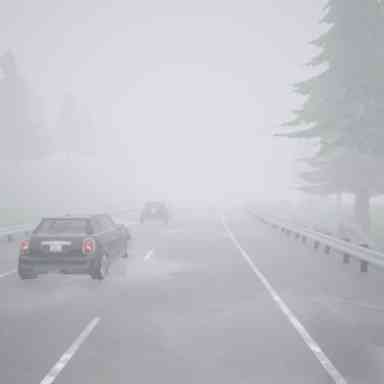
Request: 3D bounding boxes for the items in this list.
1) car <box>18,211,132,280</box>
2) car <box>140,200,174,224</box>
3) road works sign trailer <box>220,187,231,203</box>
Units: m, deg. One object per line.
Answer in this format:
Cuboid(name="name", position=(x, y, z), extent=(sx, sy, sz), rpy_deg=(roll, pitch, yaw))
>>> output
Cuboid(name="car", position=(-3.252, 1.383, 10.177), extent=(2.097, 1.767, 4.553), rpy_deg=(0, 0, 1))
Cuboid(name="car", position=(-2.638, 1.436, 26.073), extent=(2.097, 1.767, 4.553), rpy_deg=(0, 0, 3))
Cuboid(name="road works sign trailer", position=(7.916, 0.733, 78.230), extent=(2.380, 3.560, 2.880), rpy_deg=(0, 0, 13))
